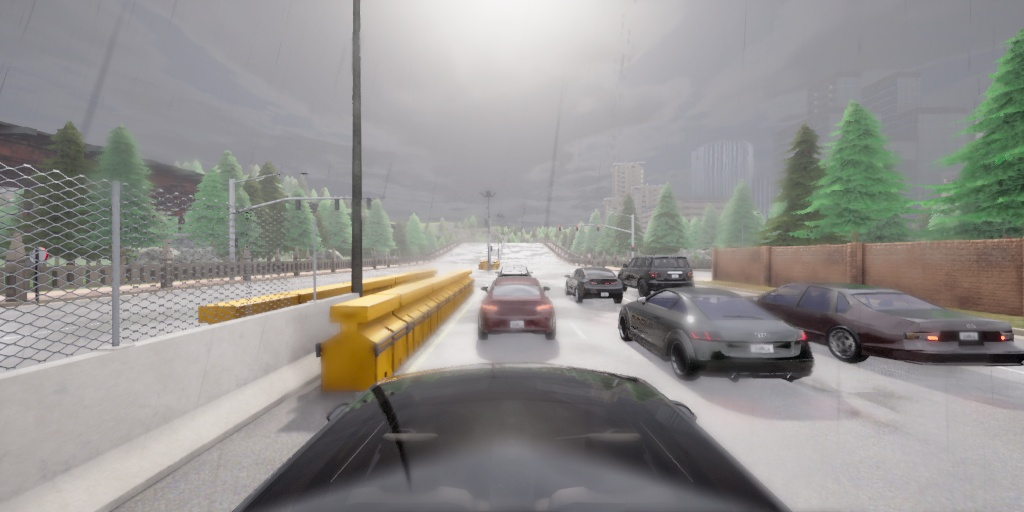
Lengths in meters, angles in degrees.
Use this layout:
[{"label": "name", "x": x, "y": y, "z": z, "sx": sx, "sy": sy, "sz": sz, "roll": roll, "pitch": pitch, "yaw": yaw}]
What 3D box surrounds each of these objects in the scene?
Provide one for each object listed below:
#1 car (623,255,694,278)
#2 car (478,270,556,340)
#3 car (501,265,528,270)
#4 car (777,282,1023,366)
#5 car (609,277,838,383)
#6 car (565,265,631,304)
[{"label": "car", "x": 7.120, "y": 0.972, "z": 18.326, "sx": 2.150, "sy": 2.045, "sz": 5.566, "roll": 0, "pitch": 0, "yaw": 0}, {"label": "car", "x": 0.112, "y": 1.276, "z": 9.851, "sx": 1.812, "sy": 1.442, "sz": 4.674, "roll": 0, "pitch": 0, "yaw": 0}, {"label": "car", "x": 0.123, "y": 1.241, "z": 19.097, "sx": 2.128, "sy": 1.511, "sz": 4.902, "roll": 0, "pitch": 0, "yaw": 0}, {"label": "car", "x": 7.109, "y": 1.297, "z": 8.084, "sx": 2.033, "sy": 1.411, "sz": 5.357, "roll": 0, "pitch": 0, "yaw": 0}, {"label": "car", "x": 3.612, "y": 1.314, "z": 7.220, "sx": 1.994, "sy": 1.385, "sz": 4.181, "roll": 0, "pitch": 0, "yaw": -1}, {"label": "car", "x": 3.618, "y": 1.255, "z": 16.387, "sx": 1.837, "sy": 1.490, "sz": 4.892, "roll": 0, "pitch": 0, "yaw": 0}]
